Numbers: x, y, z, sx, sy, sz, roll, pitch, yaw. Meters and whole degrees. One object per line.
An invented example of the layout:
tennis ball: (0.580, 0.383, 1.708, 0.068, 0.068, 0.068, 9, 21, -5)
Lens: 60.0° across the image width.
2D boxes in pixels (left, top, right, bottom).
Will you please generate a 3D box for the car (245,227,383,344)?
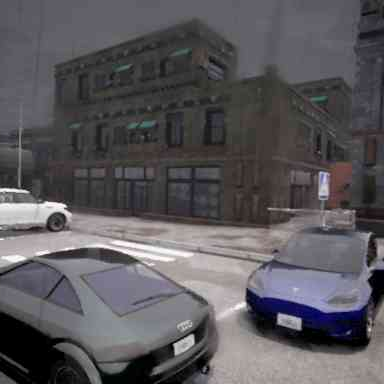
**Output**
car: (2.861, 1.541, 6.892, 2.163, 1.488, 4.792, 2, 1, 36)

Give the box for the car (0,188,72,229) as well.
car: (-8.272, 0.854, 15.003, 2.435, 2.045, 5.566, 2, 1, 36)

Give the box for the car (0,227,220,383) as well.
car: (-1.699, 1.494, 4.624, 4.181, 1.385, 1.994, 2, 1, 36)
